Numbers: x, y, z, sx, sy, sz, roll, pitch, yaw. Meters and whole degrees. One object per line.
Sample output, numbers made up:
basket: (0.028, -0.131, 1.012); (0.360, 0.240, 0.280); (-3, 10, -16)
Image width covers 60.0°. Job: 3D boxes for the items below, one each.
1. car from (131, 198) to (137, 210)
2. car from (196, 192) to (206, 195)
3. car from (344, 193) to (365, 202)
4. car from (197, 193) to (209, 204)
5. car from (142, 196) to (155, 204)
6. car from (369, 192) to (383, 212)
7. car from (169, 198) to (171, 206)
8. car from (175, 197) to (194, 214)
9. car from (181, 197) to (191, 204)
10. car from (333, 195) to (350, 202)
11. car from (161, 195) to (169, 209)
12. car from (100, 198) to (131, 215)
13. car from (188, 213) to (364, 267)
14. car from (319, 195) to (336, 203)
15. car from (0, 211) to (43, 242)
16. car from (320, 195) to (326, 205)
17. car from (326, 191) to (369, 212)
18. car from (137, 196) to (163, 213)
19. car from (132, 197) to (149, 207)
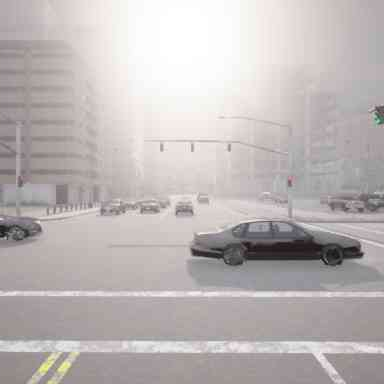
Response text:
car: (-8.130, 1.526, 43.388); (1.812, 1.442, 4.674); (0, 0, 0)
car: (2.202, 1.051, 74.466); (2.150, 2.045, 5.566); (0, 0, 0)
car: (33.363, 1.153, 68.436); (1.932, 1.855, 4.605); (0, 0, 0)
car: (2.284, 1.477, 64.662); (1.882, 1.535, 5.008); (0, 0, 0)
car: (-8.256, 1.477, 63.506); (1.882, 1.535, 5.008); (0, 0, 0)
car: (19.470, 1.156, 35.750); (1.905, 1.878, 3.866); (0, 0, 0)
car: (-4.727, 1.352, 55.923); (2.097, 1.767, 4.553); (0, 0, 0)
car: (-0.803, 1.547, 34.961); (2.033, 1.411, 5.357); (0, 0, -1)
car: (-1.222, 1.601, 65.517); (1.895, 1.301, 4.718); (0, 0, 0)
car: (30.680, 1.364, 68.373); (1.784, 1.438, 3.905); (0, 0, 0)
car: (-4.658, 1.352, 46.007); (2.097, 1.767, 4.553); (0, 0, -1)
car: (-8.061, 1.491, 34.239); (2.128, 1.511, 4.902); (0, 0, 0)
car: (2.560, 1.547, 10.825); (5.357, 1.411, 2.033); (0, 0, -1)
car: (27.785, 1.395, 68.360); (1.970, 1.475, 3.806); (0, 0, 0)
car: (-9.485, 1.493, 15.184); (4.902, 1.511, 2.128); (0, 0, -16)
car: (22.090, 1.395, 53.230); (1.970, 1.475, 3.806); (0, 0, 0)
car: (16.575, 1.153, 35.790); (1.932, 1.855, 4.605); (0, 0, 0)
car: (-4.584, 1.505, 36.864); (1.837, 1.490, 4.892); (0, 0, 0)
car: (-8.217, 1.564, 53.383); (1.994, 1.385, 4.181); (0, 0, -1)
